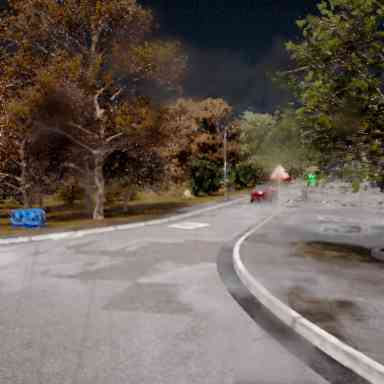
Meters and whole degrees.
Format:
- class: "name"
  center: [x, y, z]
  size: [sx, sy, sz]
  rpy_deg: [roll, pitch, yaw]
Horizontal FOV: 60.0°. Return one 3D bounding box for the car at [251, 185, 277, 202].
- class: "car"
  center: [7.374, 0.025, 33.856]
  size: [2.097, 1.767, 4.553]
  rpy_deg: [-1, 2, 21]
